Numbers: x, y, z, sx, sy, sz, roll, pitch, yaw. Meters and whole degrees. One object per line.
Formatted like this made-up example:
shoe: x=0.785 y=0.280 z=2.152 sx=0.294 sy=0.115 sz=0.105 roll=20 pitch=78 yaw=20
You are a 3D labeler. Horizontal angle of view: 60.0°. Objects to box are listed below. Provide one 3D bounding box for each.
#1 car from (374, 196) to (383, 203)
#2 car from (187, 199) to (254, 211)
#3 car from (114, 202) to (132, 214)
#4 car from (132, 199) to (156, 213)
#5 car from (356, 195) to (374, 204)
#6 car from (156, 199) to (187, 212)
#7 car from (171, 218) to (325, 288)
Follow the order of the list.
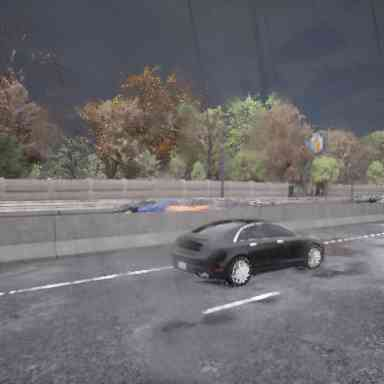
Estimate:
car: x=30.687 y=1.393 z=51.608 sx=4.674 sy=1.442 sz=1.812 roll=0 pitch=0 yaw=-35
car: x=2.269 y=1.311 z=22.806 sx=4.553 sy=1.767 sz=2.097 roll=0 pitch=0 yaw=-35
car: x=-4.790 y=1.467 z=30.669 sx=4.892 sy=1.490 sz=1.837 roll=0 pitch=0 yaw=-35
car: x=-2.192 y=1.438 z=28.223 sx=5.008 sy=1.535 sz=1.882 roll=0 pitch=0 yaw=-35
car: x=28.862 y=1.344 z=54.591 sx=5.008 sy=1.535 sz=1.882 roll=0 pitch=0 yaw=-35
car: x=-0.034 y=1.312 z=25.464 sx=4.553 sy=1.767 sz=2.097 roll=0 pitch=0 yaw=-35
car: x=1.745 y=1.487 z=9.293 sx=4.892 sy=1.490 sz=1.837 roll=0 pitch=0 yaw=-36
